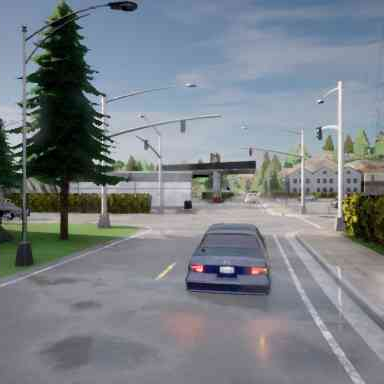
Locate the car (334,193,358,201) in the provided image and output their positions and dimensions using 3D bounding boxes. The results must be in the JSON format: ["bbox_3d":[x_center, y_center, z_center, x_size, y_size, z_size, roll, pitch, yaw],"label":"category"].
[{"bbox_3d":[34.568,1.097,74.643,4.605,1.855,1.932,0,0,10],"label":"car"}]

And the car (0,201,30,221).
[{"bbox_3d":[-15.737,1.492,27.210,4.902,1.511,2.128,0,0,10],"label":"car"}]

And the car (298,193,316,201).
[{"bbox_3d":[26.214,1.361,76.091,3.806,1.475,1.970,0,0,10],"label":"car"}]

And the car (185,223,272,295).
[{"bbox_3d":[1.093,1.547,8.884,2.033,1.411,5.357,0,0,10],"label":"car"}]

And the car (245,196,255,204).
[{"bbox_3d":[11.231,1.526,64.763,1.812,1.442,4.674,0,0,10],"label":"car"}]

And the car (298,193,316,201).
[{"bbox_3d":[27.398,1.077,79.257,3.866,1.878,1.905,0,0,10],"label":"car"}]

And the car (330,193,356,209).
[{"bbox_3d":[20.262,1.330,42.355,5.027,1.636,2.152,0,0,10],"label":"car"}]
